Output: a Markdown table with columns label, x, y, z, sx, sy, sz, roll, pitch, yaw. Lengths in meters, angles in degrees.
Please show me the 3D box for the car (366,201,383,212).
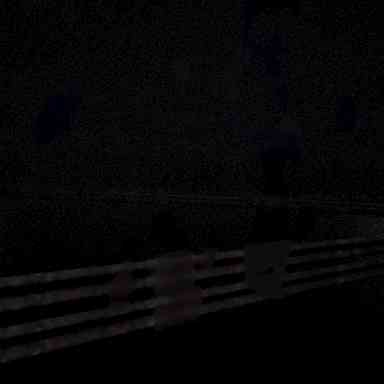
| label | x | y | z | sx | sy | sz | roll | pitch | yaw |
| --- | --- | --- | --- | --- | --- | --- | --- | --- | --- |
| car | 23.195 | 1.776 | 38.406 | 4.553 | 1.767 | 2.097 | 2 | -2 | 11 |
